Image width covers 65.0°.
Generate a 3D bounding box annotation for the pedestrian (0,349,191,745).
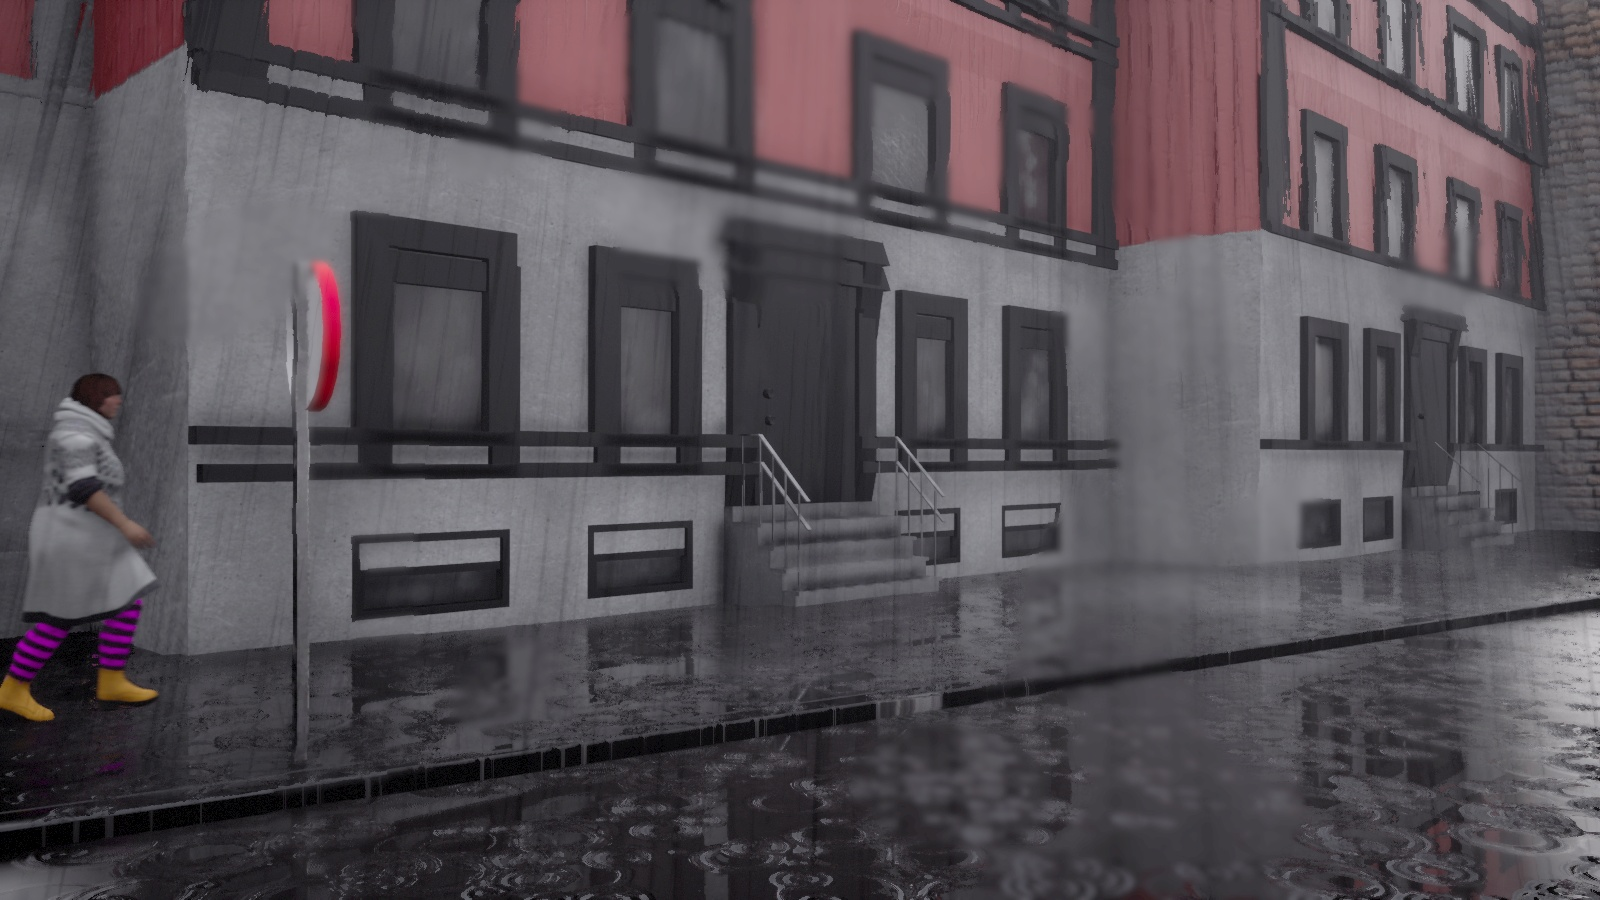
[{"bbox_3d":[-3.727,0.479,6.615,0.873,1.952,0.659,0,0,-21],"label":"pedestrian"}]
